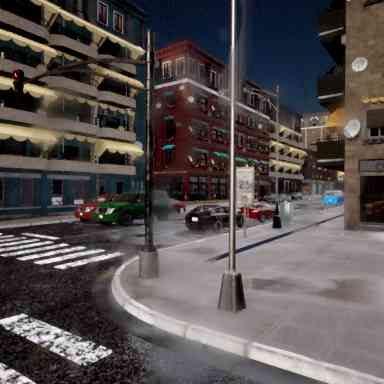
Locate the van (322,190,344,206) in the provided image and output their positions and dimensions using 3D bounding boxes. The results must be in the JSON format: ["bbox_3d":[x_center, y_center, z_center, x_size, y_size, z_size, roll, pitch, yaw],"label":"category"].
[{"bbox_3d":[17.388,0.721,40.781,1.690,1.788,3.998,2,2,35],"label":"van"}]

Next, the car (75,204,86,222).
[{"bbox_3d":[-5.485,1.031,22.872,2.192,1.841,5.009,2,2,35],"label":"car"}]

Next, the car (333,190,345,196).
[{"bbox_3d":[36.232,0.255,82.071,1.802,1.307,4.206,2,2,35],"label":"car"}]

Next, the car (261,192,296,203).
[{"bbox_3d":[10.832,0.928,41.508,2.033,1.411,5.357,1,1,35],"label":"car"}]

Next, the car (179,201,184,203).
[{"bbox_3d":[-2.278,1.180,27.431,1.887,1.381,4.507,2,2,35],"label":"car"}]

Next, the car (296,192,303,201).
[{"bbox_3d":[16.977,0.719,54.751,1.947,1.339,4.313,2,2,35],"label":"car"}]

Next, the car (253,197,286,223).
[{"bbox_3d":[4.549,1.283,22.572,1.802,1.307,4.206,2,2,35],"label":"car"}]

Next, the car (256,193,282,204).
[{"bbox_3d":[10.559,0.880,45.644,1.947,1.339,4.313,2,2,35],"label":"car"}]

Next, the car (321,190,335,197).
[{"bbox_3d":[29.814,0.378,72.964,1.887,1.381,4.507,2,2,35],"label":"car"}]

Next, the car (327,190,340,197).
[{"bbox_3d":[33.023,0.335,77.517,1.802,1.307,4.206,2,2,35],"label":"car"}]

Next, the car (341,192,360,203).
[{"bbox_3d":[23.804,0.763,49.890,1.887,1.381,4.507,2,2,35],"label":"car"}]

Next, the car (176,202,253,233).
[{"bbox_3d":[1.340,1.348,18.019,1.947,1.339,4.313,2,2,35],"label":"car"}]

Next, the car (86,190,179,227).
[{"bbox_3d":[-3.569,0.955,21.121,2.150,2.045,5.566,1,2,35],"label":"car"}]
